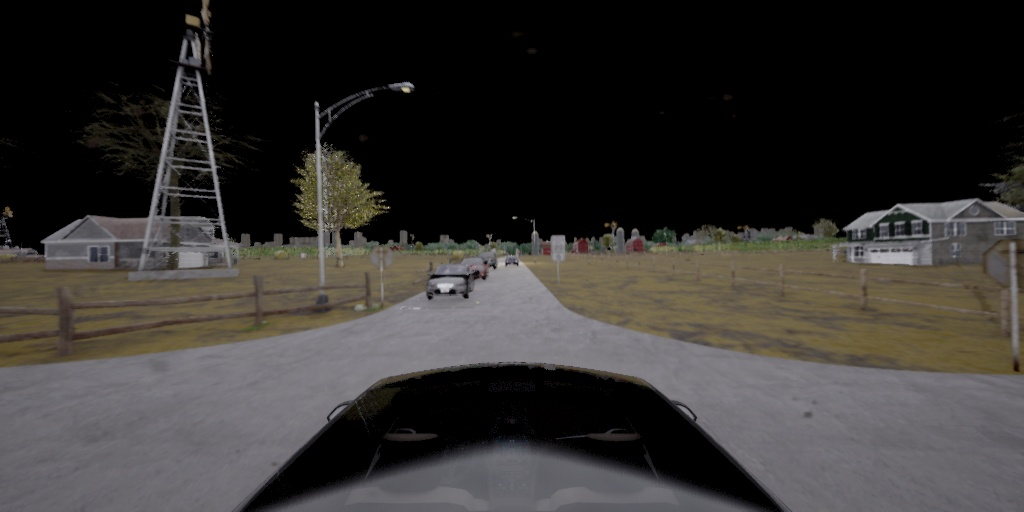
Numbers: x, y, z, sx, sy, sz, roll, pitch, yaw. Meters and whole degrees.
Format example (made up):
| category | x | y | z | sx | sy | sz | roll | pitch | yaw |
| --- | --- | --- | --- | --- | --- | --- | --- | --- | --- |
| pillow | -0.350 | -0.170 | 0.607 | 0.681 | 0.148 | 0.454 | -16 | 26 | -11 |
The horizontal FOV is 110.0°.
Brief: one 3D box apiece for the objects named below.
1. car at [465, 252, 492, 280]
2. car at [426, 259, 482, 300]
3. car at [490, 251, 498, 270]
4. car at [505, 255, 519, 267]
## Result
| category | x | y | z | sx | sy | sz | roll | pitch | yaw |
| --- | --- | --- | --- | --- | --- | --- | --- | --- | --- |
| car | -2.865 | 0.834 | 26.888 | 2.097 | 1.767 | 4.553 | -1 | 1 | 0 |
| car | -2.814 | 1.110 | 17.115 | 2.128 | 1.511 | 4.902 | -1 | 1 | -2 |
| car | -2.853 | 0.501 | 41.802 | 2.150 | 2.045 | 5.566 | -1 | 1 | 1 |
| car | -0.020 | 0.728 | 48.882 | 1.895 | 1.301 | 4.718 | -1 | 1 | 0 |
